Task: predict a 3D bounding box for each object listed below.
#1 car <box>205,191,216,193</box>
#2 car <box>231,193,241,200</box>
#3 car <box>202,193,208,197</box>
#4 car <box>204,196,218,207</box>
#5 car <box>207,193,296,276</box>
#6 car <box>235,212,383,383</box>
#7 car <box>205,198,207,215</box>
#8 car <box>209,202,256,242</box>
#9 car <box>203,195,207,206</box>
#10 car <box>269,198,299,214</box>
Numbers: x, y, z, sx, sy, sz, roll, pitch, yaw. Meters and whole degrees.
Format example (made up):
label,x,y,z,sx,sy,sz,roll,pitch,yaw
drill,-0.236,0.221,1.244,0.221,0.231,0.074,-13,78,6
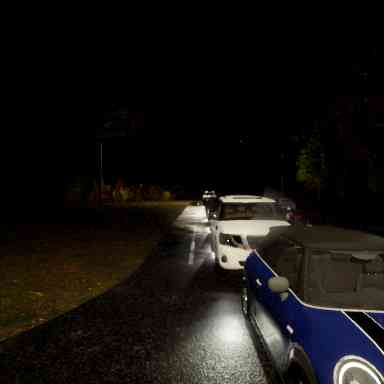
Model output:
label,x,y,z,sx,sy,sz,roll,pitch,yaw
car,2.874,0.938,54.421,2.150,2.045,5.566,0,0,2
car,10.371,1.064,78.355,1.882,1.535,5.008,0,0,1
car,2.491,1.275,41.580,2.128,1.511,4.902,0,0,2
car,2.682,1.314,47.988,1.994,1.385,4.181,0,0,3
car,1.733,1.160,10.485,2.150,2.045,5.566,0,0,1
car,1.940,1.338,4.138,2.097,1.767,4.553,0,0,0
car,2.028,1.380,23.072,1.837,1.490,4.892,0,0,1
car,1.876,1.384,16.825,1.882,1.535,5.008,0,0,1
car,2.179,1.322,29.326,1.882,1.535,5.008,0,0,1
car,9.291,1.349,34.002,1.812,1.442,4.674,0,0,1
